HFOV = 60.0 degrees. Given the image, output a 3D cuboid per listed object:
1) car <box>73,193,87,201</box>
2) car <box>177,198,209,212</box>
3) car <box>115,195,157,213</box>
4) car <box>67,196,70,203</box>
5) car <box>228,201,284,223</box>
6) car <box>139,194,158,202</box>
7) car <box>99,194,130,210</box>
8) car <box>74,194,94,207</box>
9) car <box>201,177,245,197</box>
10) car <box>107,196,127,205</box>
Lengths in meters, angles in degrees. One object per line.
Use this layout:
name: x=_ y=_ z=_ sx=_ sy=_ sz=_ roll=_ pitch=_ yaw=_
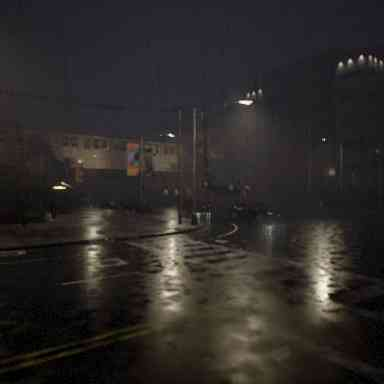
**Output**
car: x=-20.307 y=1.216 z=62.013 sx=2.150 sy=2.045 sz=5.566 roll=0 pitch=0 yaw=-34
car: x=0.036 y=1.495 z=38.797 sx=1.837 sy=1.490 sz=4.892 roll=0 pitch=0 yaw=-35
car: x=-6.272 y=1.473 z=36.819 sx=2.097 sy=1.535 sz=5.008 roll=0 pitch=0 yaw=-35
car: x=-24.641 y=1.470 z=68.294 sx=1.882 sy=1.535 sz=5.008 roll=0 pitch=0 yaw=-35
car: x=4.881 y=1.498 z=25.967 sx=1.837 sy=1.490 sz=4.892 roll=0 pitch=0 yaw=-35
car: x=-8.979 y=1.581 z=69.641 sx=1.895 sy=1.301 sz=4.718 roll=0 pitch=0 yaw=-35
car: x=-10.075 y=1.347 z=41.999 sx=2.185 sy=1.767 sz=4.553 roll=0 pitch=0 yaw=-35
car: x=-16.232 y=1.474 z=50.842 sx=2.231 sy=1.521 sz=4.892 roll=0 pitch=0 yaw=-25
car: x=3.278 y=-0.440 z=35.946 sx=4.892 sy=1.490 sz=1.837 roll=9 pitch=18 yaw=28
car: x=-13.008 y=1.516 z=57.493 sx=1.812 sy=1.442 sz=4.674 roll=0 pitch=0 yaw=-35
